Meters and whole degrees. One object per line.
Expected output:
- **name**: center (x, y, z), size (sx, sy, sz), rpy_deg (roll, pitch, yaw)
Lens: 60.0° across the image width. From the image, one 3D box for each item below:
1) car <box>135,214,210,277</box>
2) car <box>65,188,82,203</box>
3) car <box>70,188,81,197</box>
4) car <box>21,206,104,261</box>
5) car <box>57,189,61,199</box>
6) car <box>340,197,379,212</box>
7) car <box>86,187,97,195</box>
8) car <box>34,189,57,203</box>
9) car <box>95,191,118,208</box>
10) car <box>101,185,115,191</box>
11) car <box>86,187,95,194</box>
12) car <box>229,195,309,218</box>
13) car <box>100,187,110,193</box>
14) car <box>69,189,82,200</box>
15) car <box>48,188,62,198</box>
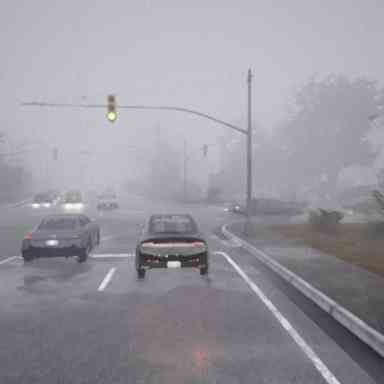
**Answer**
- **car**: center (-0.649, 1.402, 10.024), size (2.128, 1.511, 4.902), rpy_deg (0, 1, -6)
- **car**: center (-15.286, 0.568, 42.959), size (2.128, 1.511, 4.902), rpy_deg (-1, 2, -21)
- **car**: center (-21.601, 0.119, 61.689), size (1.837, 1.490, 4.892), rpy_deg (-1, 1, -19)
- **car**: center (-4.504, 1.440, 11.938), size (1.994, 1.385, 4.181), rpy_deg (0, 1, -9)
- **car**: center (-21.276, 0.399, 50.140), size (1.837, 1.490, 4.892), rpy_deg (-1, 2, -18)
- **car**: center (18.019, 1.250, 35.014), size (4.892, 1.490, 1.837), rpy_deg (2, 1, -16)
- **car**: center (-21.523, -0.148, 71.948), size (1.882, 1.535, 5.008), rpy_deg (-1, 1, -19)
- **car**: center (-18.496, 0.676, 41.684), size (1.994, 1.385, 4.181), rpy_deg (-1, 2, -17)
- **car**: center (-8.527, 0.921, 33.464), size (1.895, 1.301, 4.718), rpy_deg (0, 2, -15)
- **car**: center (-18.235, -0.434, 73.139), size (2.150, 2.045, 5.566), rpy_deg (-1, 1, -19)
- **car**: center (-24.986, -0.447, 81.765), size (1.882, 1.535, 5.008), rpy_deg (-1, 1, -19)
- **car**: center (5.451, 1.138, 24.563), size (5.357, 1.411, 2.033), rpy_deg (0, 1, -11)
- **car**: center (-21.681, -0.417, 82.920), size (2.033, 1.411, 5.357), rpy_deg (-1, 1, -19)
- **car**: center (-18.208, 0.322, 51.992), size (1.882, 1.535, 5.008), rpy_deg (-1, 2, -19)
- **car**: center (-24.703, 0.152, 59.963), size (2.128, 1.511, 4.902), rpy_deg (-1, 1, -19)
